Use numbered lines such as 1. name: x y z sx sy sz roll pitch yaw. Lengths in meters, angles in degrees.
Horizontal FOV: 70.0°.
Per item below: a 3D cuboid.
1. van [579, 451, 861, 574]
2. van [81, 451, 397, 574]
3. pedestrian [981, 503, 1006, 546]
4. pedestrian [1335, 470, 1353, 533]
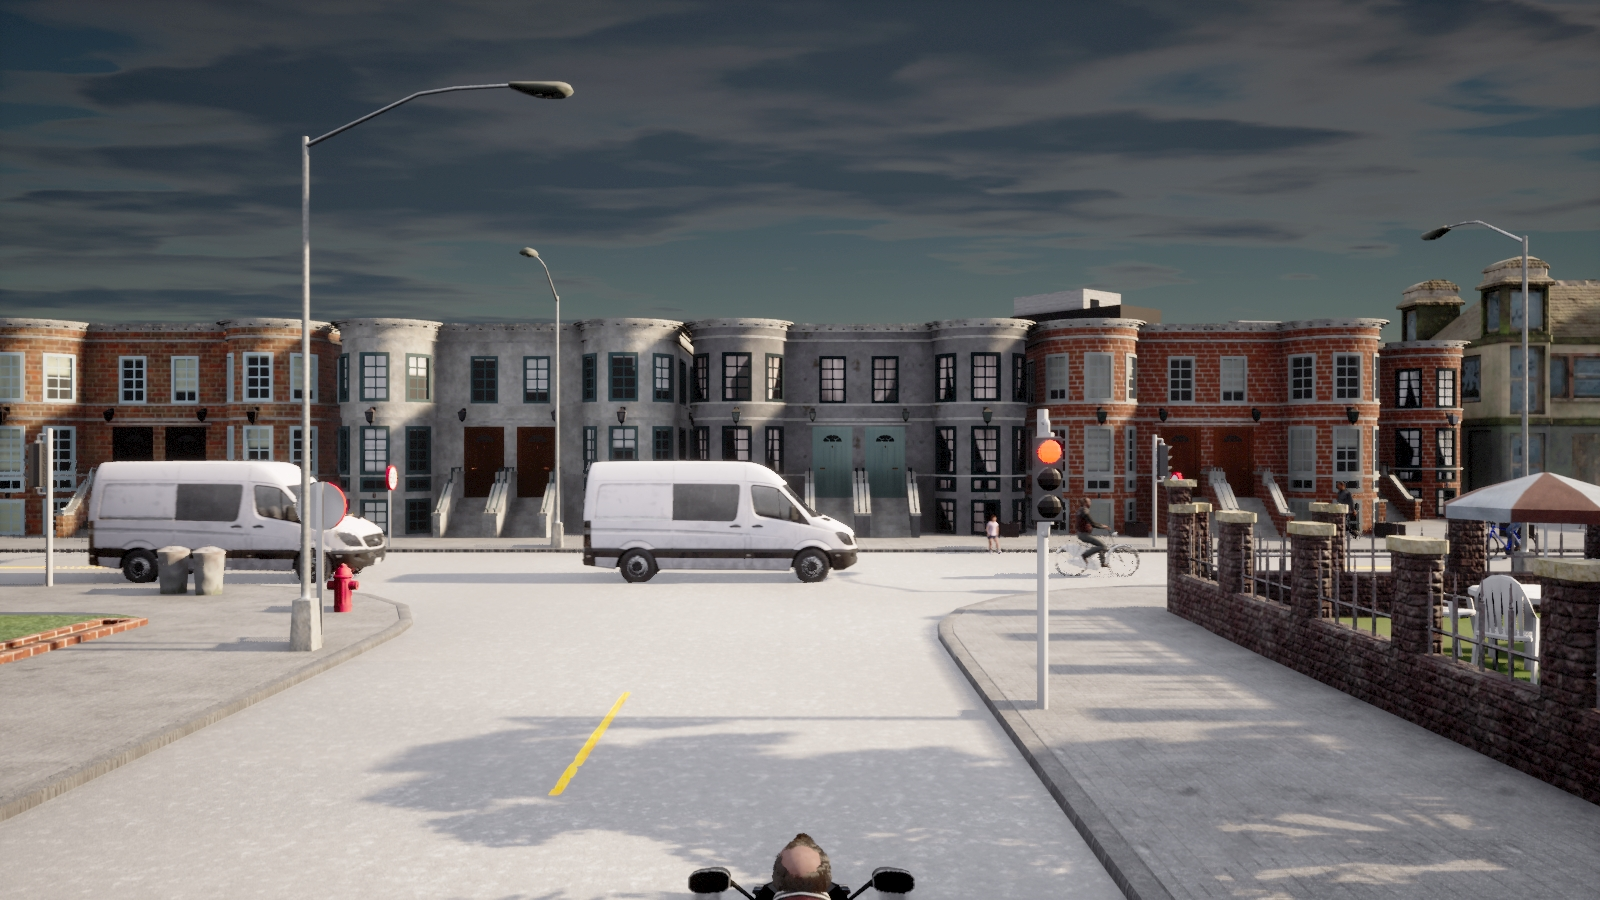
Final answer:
1. van: -1.675 1.305 24.917 5.915 2.561 1.988 0 0 0
2. van: -12.047 1.305 24.807 5.915 2.561 1.988 0 0 2
3. pedestrian: 5.197 1.996 30.676 0.500 1.100 0.500 0 0 -11
4. pedestrian: 16.097 1.512 33.799 0.375 1.860 0.375 0 0 4
